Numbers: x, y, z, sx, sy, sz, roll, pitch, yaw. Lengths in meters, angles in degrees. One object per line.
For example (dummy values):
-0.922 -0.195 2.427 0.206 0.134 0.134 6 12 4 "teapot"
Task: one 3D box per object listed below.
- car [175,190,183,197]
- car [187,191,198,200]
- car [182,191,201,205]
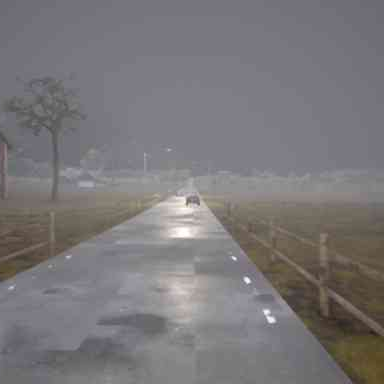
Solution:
-2.733 0.333 72.318 2.128 1.511 4.902 0 2 0 "car"
0.114 0.565 63.193 2.128 1.511 4.902 0 2 0 "car"
0.109 0.944 45.187 2.128 1.511 4.902 0 1 0 "car"
